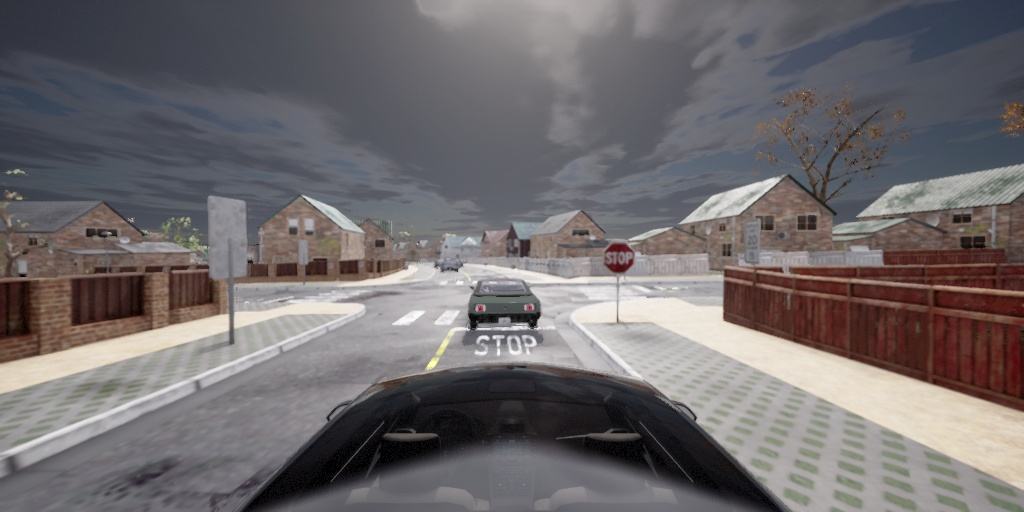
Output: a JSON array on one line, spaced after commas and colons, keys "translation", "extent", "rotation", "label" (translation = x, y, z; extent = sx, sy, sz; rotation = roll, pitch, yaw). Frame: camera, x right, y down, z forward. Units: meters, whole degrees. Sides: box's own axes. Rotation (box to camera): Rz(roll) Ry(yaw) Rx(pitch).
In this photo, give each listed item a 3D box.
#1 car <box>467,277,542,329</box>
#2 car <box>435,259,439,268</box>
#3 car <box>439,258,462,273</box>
[{"translation": [-0.368, 1.309, 11.113], "extent": [1.895, 1.301, 4.718], "rotation": [0, 0, -5], "label": "car"}, {"translation": [-11.994, 1.263, 60.588], "extent": [1.812, 1.442, 4.674], "rotation": [0, 0, -17], "label": "car"}, {"translation": [-7.406, 1.255, 42.737], "extent": [1.994, 1.385, 4.181], "rotation": [0, 0, -12], "label": "car"}]
